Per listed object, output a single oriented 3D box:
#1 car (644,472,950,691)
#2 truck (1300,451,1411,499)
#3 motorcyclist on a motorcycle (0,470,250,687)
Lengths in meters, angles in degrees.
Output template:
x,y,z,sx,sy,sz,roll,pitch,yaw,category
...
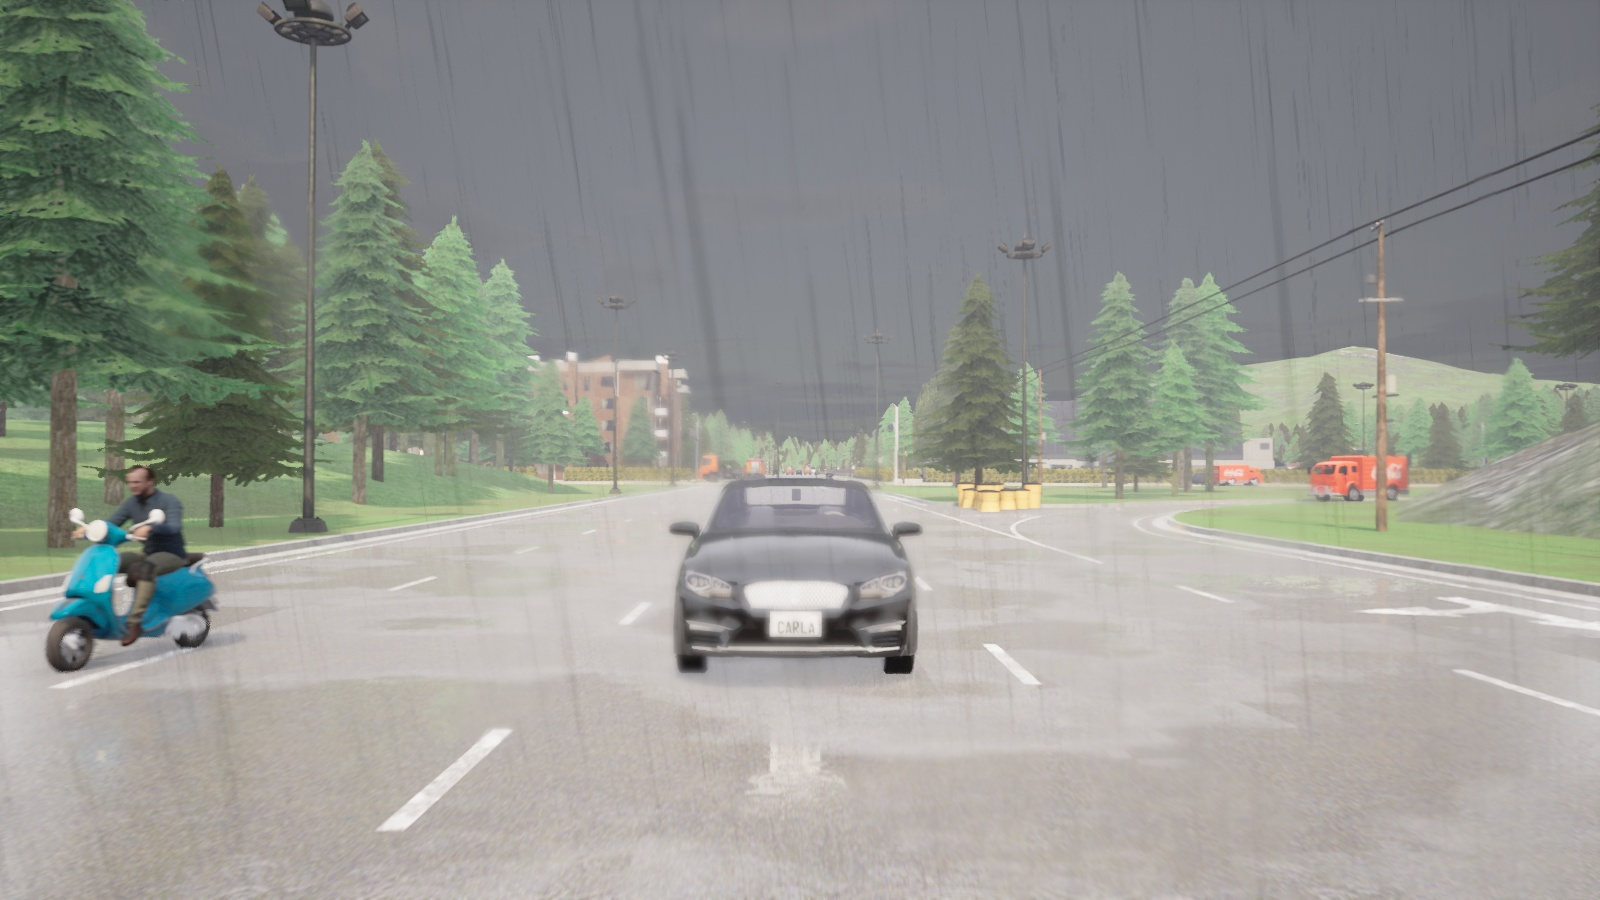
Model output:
x,y,z,sx,sy,sz,roll,pitch,yaw,category
-0.028,0.959,11.206,2.128,1.511,4.902,0,-1,0,car
29.393,1.323,66.457,5.204,2.467,2.627,0,-1,-26,truck
-5.439,0.960,10.199,0.866,1.590,1.817,0,-1,13,motorcyclist on a motorcycle
